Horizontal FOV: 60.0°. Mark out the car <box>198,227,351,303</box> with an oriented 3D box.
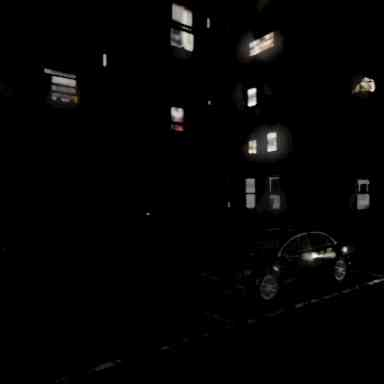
[{"bbox_3d":[2.151,1.566,8.106,4.403,1.369,2.008,0,-1,-36],"label":"car"}]
